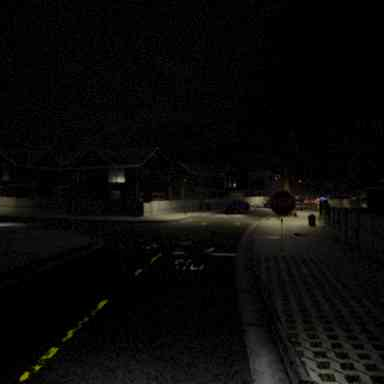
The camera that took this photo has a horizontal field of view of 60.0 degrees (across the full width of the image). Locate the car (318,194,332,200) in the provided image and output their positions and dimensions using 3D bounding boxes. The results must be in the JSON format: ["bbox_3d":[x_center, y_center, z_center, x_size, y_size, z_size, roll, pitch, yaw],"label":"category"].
[{"bbox_3d":[26.958,1.396,67.549,2.150,2.045,5.566,0,0,33],"label":"car"}]

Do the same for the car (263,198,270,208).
[{"bbox_3d":[12.403,1.525,50.299,2.097,1.767,4.553,0,0,33],"label":"car"}]

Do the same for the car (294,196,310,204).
[{"bbox_3d":[21.007,1.502,63.441,1.895,1.301,4.718,0,0,33],"label":"car"}]

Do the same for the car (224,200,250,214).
[{"bbox_3d":[5.079,1.619,37.105,1.882,1.535,5.008,0,0,25],"label":"car"}]

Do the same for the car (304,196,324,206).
[{"bbox_3d":[21.508,1.779,59.166,1.895,1.301,4.718,0,0,33],"label":"car"}]
